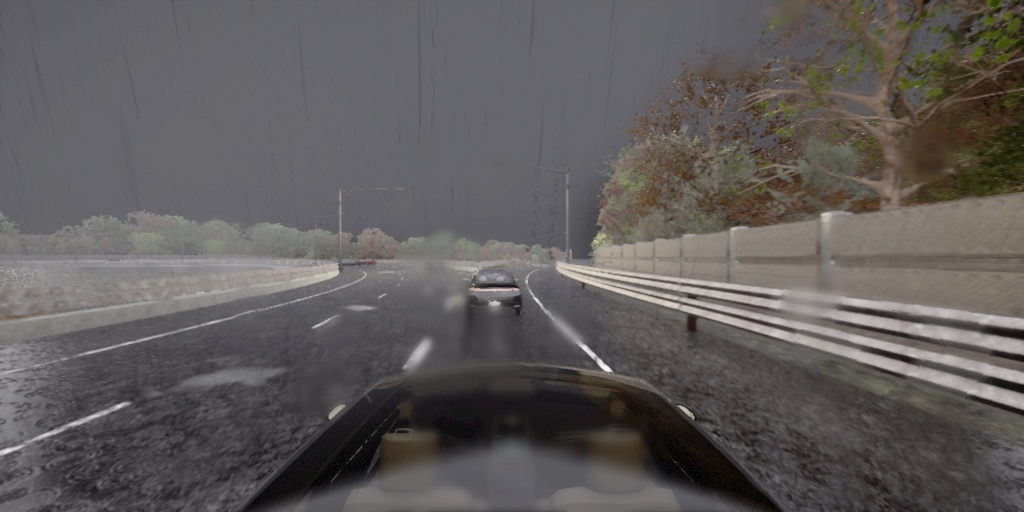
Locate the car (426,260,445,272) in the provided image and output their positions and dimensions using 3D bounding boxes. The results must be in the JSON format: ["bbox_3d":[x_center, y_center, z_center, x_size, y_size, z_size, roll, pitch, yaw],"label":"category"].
[{"bbox_3d":[-10.354,1.307,48.292,2.128,1.511,4.902,0,0,-25],"label":"car"}]

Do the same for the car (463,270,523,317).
[{"bbox_3d":[-0.743,1.248,13.260,2.128,1.511,4.902,0,0,-6],"label":"car"}]
